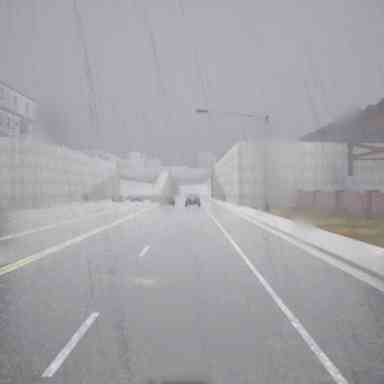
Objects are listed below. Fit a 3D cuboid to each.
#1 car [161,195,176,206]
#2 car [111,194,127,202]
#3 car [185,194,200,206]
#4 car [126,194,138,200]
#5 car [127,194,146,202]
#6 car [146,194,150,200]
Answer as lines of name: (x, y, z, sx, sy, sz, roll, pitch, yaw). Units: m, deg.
car: (-3.396, 1.244, 48.762, 2.128, 1.511, 4.902, 0, 0, 0)
car: (-14.003, 1.172, 63.402, 2.128, 1.511, 4.902, 0, 0, 0)
car: (0.104, 1.107, 48.245, 2.097, 1.767, 4.553, 0, 0, 0)
car: (-13.993, 1.161, 77.274, 1.994, 1.385, 4.181, 0, 0, 0)
car: (-10.504, 1.157, 63.381, 1.882, 1.535, 5.008, 0, 0, 0)
car: (-10.493, 1.133, 77.273, 1.812, 1.442, 4.674, 0, 0, 0)
